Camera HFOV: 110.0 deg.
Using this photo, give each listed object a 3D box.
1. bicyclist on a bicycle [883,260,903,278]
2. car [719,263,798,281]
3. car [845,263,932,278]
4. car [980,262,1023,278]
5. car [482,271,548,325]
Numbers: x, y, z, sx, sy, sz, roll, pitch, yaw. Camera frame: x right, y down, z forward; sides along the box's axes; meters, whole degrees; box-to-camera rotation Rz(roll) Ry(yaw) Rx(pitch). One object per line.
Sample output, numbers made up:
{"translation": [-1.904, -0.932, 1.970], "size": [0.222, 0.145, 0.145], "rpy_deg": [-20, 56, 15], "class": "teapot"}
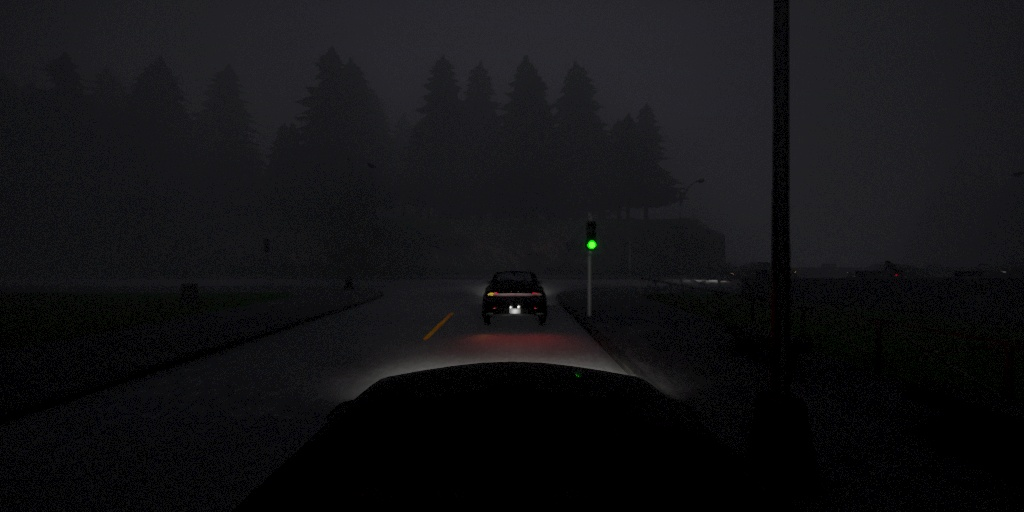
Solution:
{"translation": [21.149, 1.073, 20.024], "size": [0.582, 1.620, 1.656], "rpy_deg": [0, 0, 0], "class": "bicyclist on a bicycle"}
{"translation": [19.484, 1.260, 28.423], "size": [5.357, 1.411, 2.033], "rpy_deg": [0, 0, 0], "class": "car"}
{"translation": [29.784, 1.260, 28.419], "size": [5.357, 1.411, 2.033], "rpy_deg": [0, 0, 0], "class": "car"}
{"translation": [40.251, 1.190, 28.397], "size": [5.008, 1.535, 1.882], "rpy_deg": [0, 0, 0], "class": "car"}
{"translation": [0.080, 1.227, 11.806], "size": [2.128, 1.511, 4.902], "rpy_deg": [0, 0, 0], "class": "car"}
